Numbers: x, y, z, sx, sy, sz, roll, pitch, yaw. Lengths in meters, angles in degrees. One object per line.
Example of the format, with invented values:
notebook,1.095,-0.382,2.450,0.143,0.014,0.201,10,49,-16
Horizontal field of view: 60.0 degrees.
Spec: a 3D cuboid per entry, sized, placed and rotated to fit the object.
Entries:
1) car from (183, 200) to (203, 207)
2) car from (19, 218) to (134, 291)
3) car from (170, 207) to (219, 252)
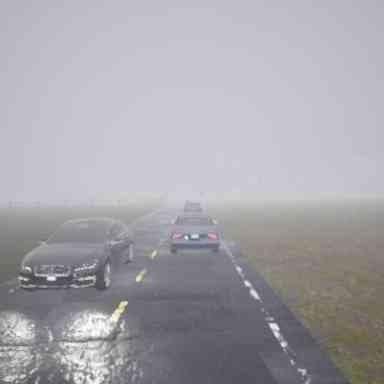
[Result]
car,0.087,1.528,34.200,2.128,1.511,4.902,0,0,0
car,-2.816,1.515,9.121,1.837,1.490,4.892,0,-1,0
car,0.096,1.561,13.842,2.033,1.411,5.357,0,0,0
